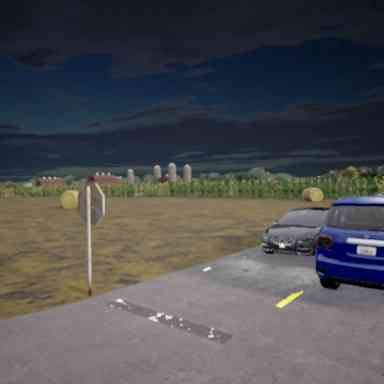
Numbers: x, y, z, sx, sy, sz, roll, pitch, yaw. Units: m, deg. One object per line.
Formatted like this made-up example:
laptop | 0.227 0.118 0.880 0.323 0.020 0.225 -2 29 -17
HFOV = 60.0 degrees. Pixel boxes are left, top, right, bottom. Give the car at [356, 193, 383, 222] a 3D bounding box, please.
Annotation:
car | 13.188 0.993 23.427 2.097 1.767 4.553 0 1 38

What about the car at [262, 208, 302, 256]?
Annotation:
car | 4.193 1.341 11.924 1.837 1.490 4.892 0 1 38

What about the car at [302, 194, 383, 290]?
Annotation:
car | 4.766 1.108 8.052 2.150 2.045 5.566 0 1 38
